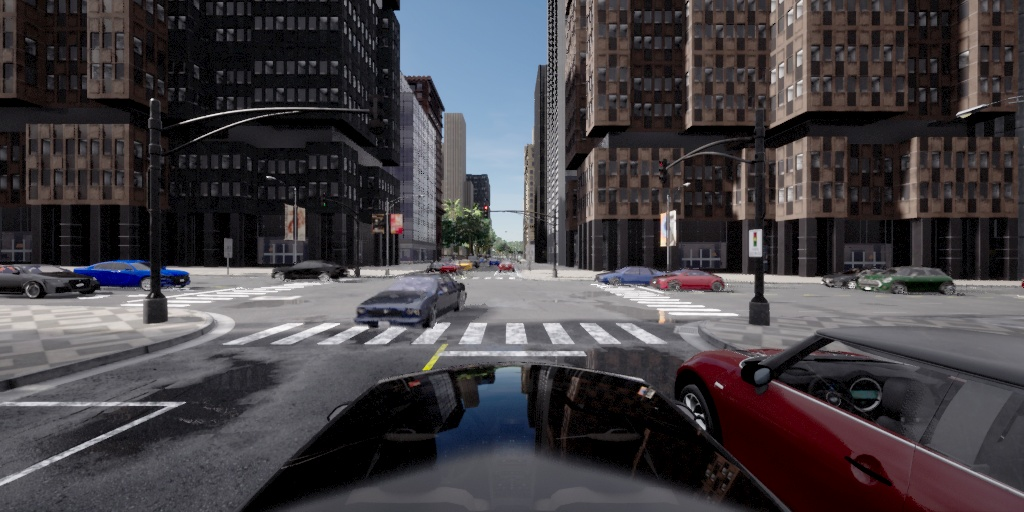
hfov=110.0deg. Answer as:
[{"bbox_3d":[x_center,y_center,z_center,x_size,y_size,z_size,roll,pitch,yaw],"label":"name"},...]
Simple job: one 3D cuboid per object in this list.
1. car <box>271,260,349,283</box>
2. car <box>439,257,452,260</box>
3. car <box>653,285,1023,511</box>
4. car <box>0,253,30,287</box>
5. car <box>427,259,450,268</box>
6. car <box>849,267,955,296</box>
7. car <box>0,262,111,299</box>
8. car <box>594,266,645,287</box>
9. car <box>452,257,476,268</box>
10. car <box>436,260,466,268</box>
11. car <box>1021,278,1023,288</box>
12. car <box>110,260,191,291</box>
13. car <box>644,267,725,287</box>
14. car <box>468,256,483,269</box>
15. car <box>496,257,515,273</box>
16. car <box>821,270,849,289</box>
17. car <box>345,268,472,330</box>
[{"bbox_3d":[-14.361,1.045,25.574,5.008,1.535,1.882,1,0,0],"label":"car"},{"bbox_3d":[-9.191,1.084,49.161,2.192,1.841,5.009,0,0,0],"label":"car"},{"bbox_3d":[2.763,1.190,2.403,1.967,1.591,4.097,0,0,0],"label":"car"},{"bbox_3d":[-28.950,0.722,18.780,4.553,1.767,2.097,1,0,0],"label":"car"},{"bbox_3d":[-9.153,1.323,43.735,1.948,1.339,4.313,0,0,0],"label":"car"},{"bbox_3d":[24.645,1.480,22.567,4.553,1.767,2.097,1,0,0],"label":"car"},{"bbox_3d":[-20.774,1.053,15.583,4.181,1.385,1.994,1,0,0],"label":"car"},{"bbox_3d":[8.746,1.443,25.721,5.357,1.411,2.033,1,0,0],"label":"car"},{"bbox_3d":[-6.522,1.247,48.958,1.882,1.535,5.008,0,0,0],"label":"car"},{"bbox_3d":[-6.482,1.347,38.563,1.895,1.301,4.718,0,0,1],"label":"car"},{"bbox_3d":[40.142,1.830,25.895,5.008,1.535,1.882,1,0,0],"label":"car"},{"bbox_3d":[-19.838,0.976,18.837,5.008,1.535,1.882,1,0,0],"label":"car"},{"bbox_3d":[10.940,1.495,22.484,4.181,1.385,1.994,1,0,0],"label":"car"},{"bbox_3d":[-6.588,1.014,59.296,2.150,2.045,5.566,0,0,0],"label":"car"},{"bbox_3d":[-0.628,1.197,43.792,1.967,1.591,4.097,0,0,0],"label":"car"},{"bbox_3d":[25.152,1.638,25.823,4.892,1.490,1.837,1,0,0],"label":"car"},{"bbox_3d":[-2.861,1.291,11.509,2.033,1.411,5.357,0,0,7],"label":"car"}]
